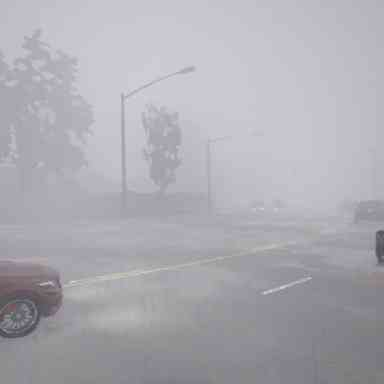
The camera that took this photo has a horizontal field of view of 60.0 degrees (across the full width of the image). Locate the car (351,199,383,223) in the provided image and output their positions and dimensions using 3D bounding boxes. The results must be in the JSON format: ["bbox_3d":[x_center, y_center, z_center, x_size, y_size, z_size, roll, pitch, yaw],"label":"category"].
[{"bbox_3d":[13.766,1.422,25.642,2.097,1.767,4.553,-1,0,29],"label":"car"}]

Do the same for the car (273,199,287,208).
[{"bbox_3d":[14.446,1.819,54.847,1.882,1.535,5.008,-1,-1,9],"label":"car"}]

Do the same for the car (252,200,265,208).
[{"bbox_3d":[11.003,1.951,55.470,1.994,1.385,4.181,-1,-1,9],"label":"car"}]

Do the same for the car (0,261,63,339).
[{"bbox_3d":[-4.435,1.524,4.970,4.674,1.442,1.812,0,0,-34],"label":"car"}]

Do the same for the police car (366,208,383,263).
[{"bbox_3d":[7.761,1.437,11.200,1.930,1.638,5.238,0,0,43],"label":"police car"}]

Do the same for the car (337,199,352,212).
[{"bbox_3d":[19.270,1.656,40.922,1.837,1.490,4.892,0,0,12],"label":"car"}]
